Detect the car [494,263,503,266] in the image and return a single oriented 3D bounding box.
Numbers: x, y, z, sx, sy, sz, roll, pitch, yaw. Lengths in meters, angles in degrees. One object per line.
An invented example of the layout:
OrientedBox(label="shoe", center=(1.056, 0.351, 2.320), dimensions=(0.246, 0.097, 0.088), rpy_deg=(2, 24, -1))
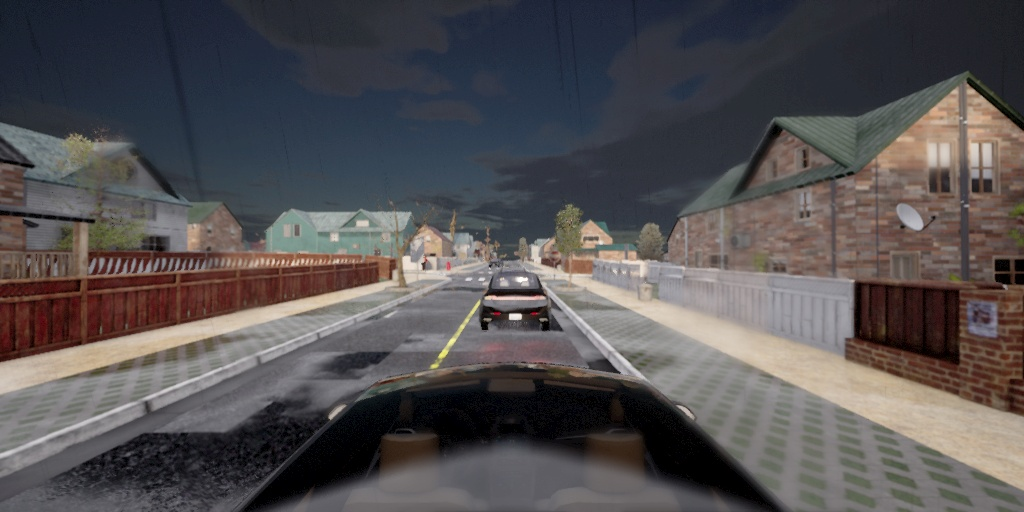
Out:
OrientedBox(label="car", center=(0.067, 1.284, 21.164), dimensions=(1.895, 1.301, 4.718), rpy_deg=(0, 0, 0))

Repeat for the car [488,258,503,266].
OrientedBox(label="car", center=(-2.858, 1.163, 58.808), dimensions=(2.033, 1.411, 5.357), rpy_deg=(0, 0, 0))

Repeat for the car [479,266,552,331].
OrientedBox(label="car", center=(0.085, 1.207, 10.812), dimensions=(2.128, 1.511, 4.902), rpy_deg=(0, 0, 0))

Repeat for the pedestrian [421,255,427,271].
OrientedBox(label="pedestrian", center=(-9.656, 0.660, 39.221), dimensions=(0.375, 1.860, 0.375), rpy_deg=(0, -2, 0))
